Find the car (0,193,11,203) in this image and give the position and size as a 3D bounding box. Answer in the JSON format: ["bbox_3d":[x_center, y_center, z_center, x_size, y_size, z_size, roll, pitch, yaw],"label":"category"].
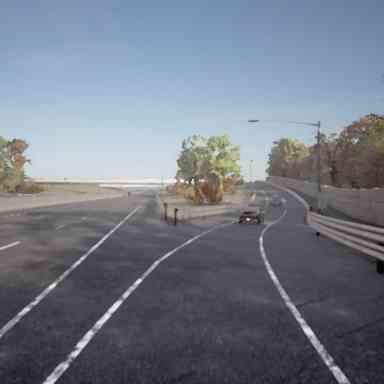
[{"bbox_3d":[-35.556,1.103,61.546,2.097,1.767,4.553,0,0,-6],"label":"car"}]

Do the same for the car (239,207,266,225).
[{"bbox_3d":[5.505,2.092,30.094,1.837,1.490,4.892,0,-1,19],"label":"car"}]

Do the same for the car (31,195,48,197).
[{"bbox_3d":[-28.813,1.249,64.271,1.882,1.535,5.008,0,0,-6],"label":"car"}]

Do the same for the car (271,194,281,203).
[{"bbox_3d":[18.007,1.316,71.429,1.837,1.490,4.892,1,4,12],"label":"car"}]

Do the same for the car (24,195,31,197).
[{"bbox_3d":[-32.308,1.266,64.028,2.128,1.511,4.902,0,0,-6],"label":"car"}]

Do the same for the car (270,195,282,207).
[{"bbox_3d":[15.568,1.896,61.665,2.128,1.511,4.902,1,2,14],"label":"car"}]

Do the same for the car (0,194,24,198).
[{"bbox_3d":[-27.197,1.152,49.155,2.097,1.767,4.553,0,0,-6],"label":"car"}]
